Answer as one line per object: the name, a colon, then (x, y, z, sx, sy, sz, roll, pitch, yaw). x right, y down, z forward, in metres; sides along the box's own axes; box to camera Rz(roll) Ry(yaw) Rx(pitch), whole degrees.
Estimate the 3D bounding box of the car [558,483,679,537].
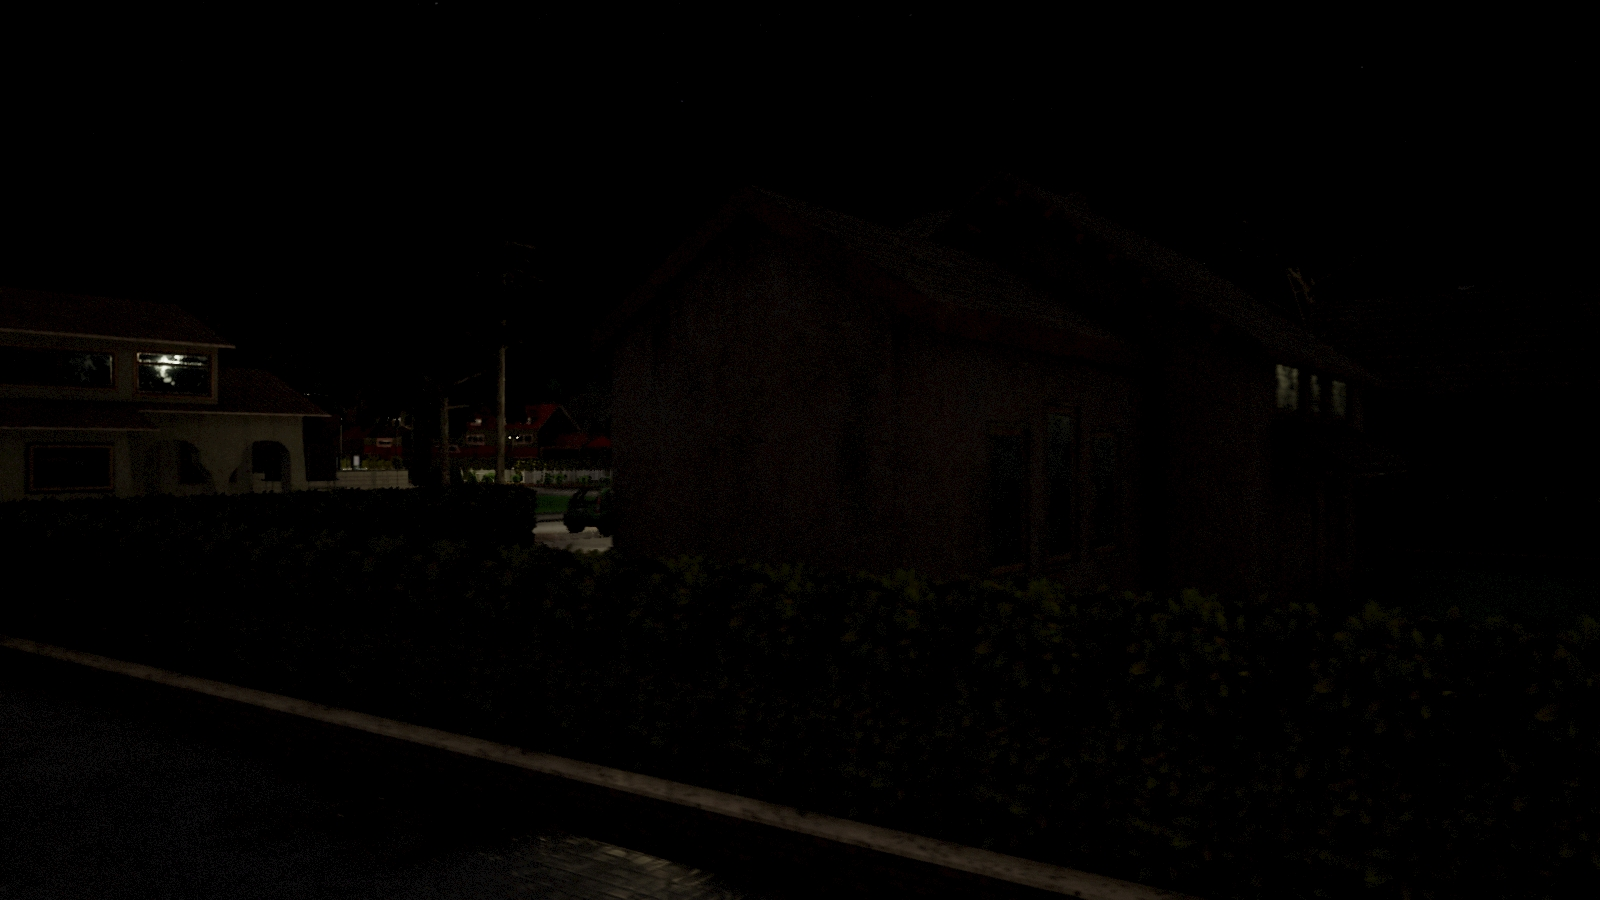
car: (-6.160, 2.002, 39.240, 1.851, 1.617, 3.988, 0, 0, 35)
